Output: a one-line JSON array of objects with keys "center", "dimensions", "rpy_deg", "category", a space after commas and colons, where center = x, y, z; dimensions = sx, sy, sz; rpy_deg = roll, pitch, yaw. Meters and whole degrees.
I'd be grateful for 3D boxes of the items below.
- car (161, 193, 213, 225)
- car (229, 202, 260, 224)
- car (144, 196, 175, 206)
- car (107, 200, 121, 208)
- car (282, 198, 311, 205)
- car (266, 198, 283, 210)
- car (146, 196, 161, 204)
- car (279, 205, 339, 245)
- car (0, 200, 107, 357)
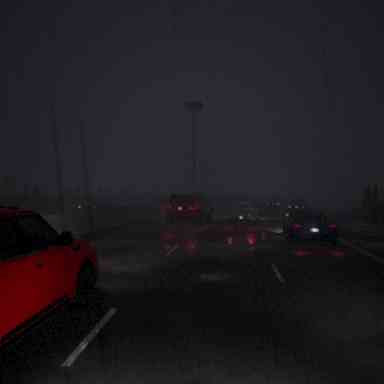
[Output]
[{"center": [-0.050, 1.113, 23.244], "dimensions": [2.150, 2.045, 5.566], "rpy_deg": [0, 0, 15], "category": "car"}, {"center": [3.830, 1.424, 23.935], "dimensions": [1.812, 1.442, 4.674], "rpy_deg": [0, 0, 16], "category": "car"}, {"center": [-4.725, 1.303, 49.603], "dimensions": [2.033, 1.411, 5.357], "rpy_deg": [0, 0, 28], "category": "car"}, {"center": [-8.680, 1.429, 31.492], "dimensions": [1.895, 1.301, 4.718], "rpy_deg": [0, 0, 19], "category": "car"}, {"center": [10.468, 1.425, 32.430], "dimensions": [2.033, 1.411, 5.357], "rpy_deg": [0, 0, 23], "category": "car"}, {"center": [10.388, 1.385, 40.352], "dimensions": [2.033, 1.411, 5.357], "rpy_deg": [0, 1, 27], "category": "car"}, {"center": [-3.284, 1.386, 36.033], "dimensions": [1.994, 1.385, 4.181], "rpy_deg": [0, 0, 22], "category": "car"}, {"center": [5.340, 1.507, 15.385], "dimensions": [1.994, 1.385, 4.181], "rpy_deg": [0, 0, 11], "category": "car"}, {"center": [-3.136, 1.191, 4.558], "dimensions": [2.150, 2.045, 5.566], "rpy_deg": [0, 0, 3], "category": "car"}]
